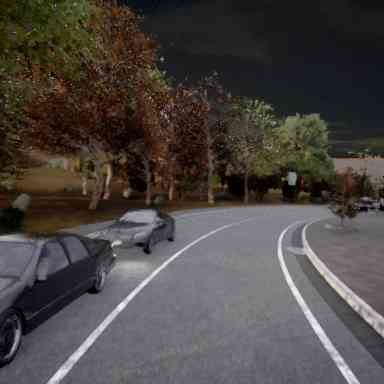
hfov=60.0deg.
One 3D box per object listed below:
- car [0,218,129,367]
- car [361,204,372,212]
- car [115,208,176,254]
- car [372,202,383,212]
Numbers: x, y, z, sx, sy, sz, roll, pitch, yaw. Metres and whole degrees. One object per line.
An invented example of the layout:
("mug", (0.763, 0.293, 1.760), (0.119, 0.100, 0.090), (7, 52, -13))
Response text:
("car", (-3.008, 1.467, 5.970), (2.033, 1.411, 5.357), (1, 1, 7))
("car", (23.446, 2.191, 47.254), (1.895, 1.301, 4.718), (6, 3, 44))
("car", (-1.921, 1.385, 13.208), (1.812, 1.442, 4.674), (2, 1, 13))
("car", (30.679, 2.409, 54.617), (2.033, 1.411, 5.357), (6, 3, 44))
